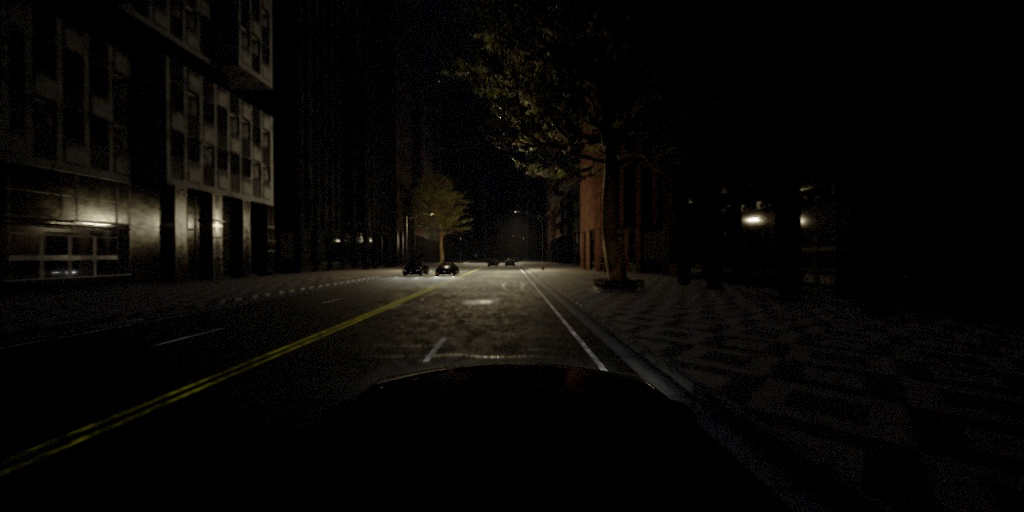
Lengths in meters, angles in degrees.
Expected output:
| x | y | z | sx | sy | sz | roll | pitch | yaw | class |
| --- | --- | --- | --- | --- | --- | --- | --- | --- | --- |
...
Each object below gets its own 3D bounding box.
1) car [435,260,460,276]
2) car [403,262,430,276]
| x | y | z | sx | sy | sz | roll | pitch | yaw | class |
| --- | --- | --- | --- | --- | --- | --- | --- | --- | --- |
| -6.699 | 1.386 | 37.586 | 1.994 | 1.385 | 4.181 | 0 | 0 | 0 | car |
| -9.949 | 1.365 | 37.566 | 1.837 | 1.490 | 4.892 | 0 | 0 | 0 | car |
